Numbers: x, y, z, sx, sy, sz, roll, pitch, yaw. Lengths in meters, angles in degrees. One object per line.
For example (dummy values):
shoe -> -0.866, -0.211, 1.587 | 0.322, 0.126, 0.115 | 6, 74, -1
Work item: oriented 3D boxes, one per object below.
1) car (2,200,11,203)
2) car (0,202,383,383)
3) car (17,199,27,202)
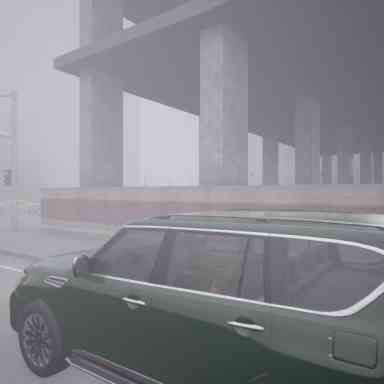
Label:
car -> -18.323, 1.533, 33.742 | 1.882, 1.535, 5.008 | 0, 0, 36
car -> 0.147, 1.221, 3.877 | 5.566, 2.045, 2.150 | 0, 0, 35
car -> -14.274, 1.547, 33.391 | 2.128, 1.511, 4.902 | 0, 0, 36
